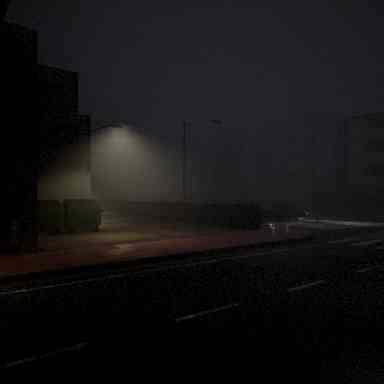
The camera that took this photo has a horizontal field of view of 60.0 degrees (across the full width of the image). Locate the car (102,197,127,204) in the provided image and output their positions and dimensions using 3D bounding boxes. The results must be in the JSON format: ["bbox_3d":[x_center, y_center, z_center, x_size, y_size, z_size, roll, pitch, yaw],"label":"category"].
[{"bbox_3d":[-14.860,1.601,63.418,4.718,1.301,1.895,0,0,34],"label":"car"}]

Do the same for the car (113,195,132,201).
[{"bbox_3d":[-12.803,1.364,56.985,4.553,1.767,2.097,0,0,45],"label":"car"}]

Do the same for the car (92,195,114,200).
[{"bbox_3d":[-15.202,1.601,54.430,1.895,1.301,4.718,0,0,-45],"label":"car"}]

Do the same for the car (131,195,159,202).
[{"bbox_3d":[-8.024,1.564,56.699,1.994,1.385,4.181,0,0,-40],"label":"car"}]

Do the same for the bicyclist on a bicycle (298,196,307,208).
[{"bbox_3d":[13.348,1.301,40.151,1.656,1.620,0.582,0,0,-36],"label":"bicyclist on a bicycle"}]

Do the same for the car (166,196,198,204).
[{"bbox_3d":[-0.932,1.503,41.214,1.837,1.490,4.892,0,0,-36],"label":"car"}]

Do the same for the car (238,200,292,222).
[{"bbox_3d":[5.169,1.478,26.697,1.882,1.535,5.008,0,0,-36],"label":"car"}]

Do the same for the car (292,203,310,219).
[{"bbox_3d":[7.875,1.491,28.987,2.128,1.511,4.902,0,0,-37],"label":"car"}]

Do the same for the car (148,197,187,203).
[{"bbox_3d":[-2.871,1.564,37.913,1.994,1.385,4.181,0,0,-36],"label":"car"}]

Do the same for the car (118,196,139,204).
[{"bbox_3d":[-12.648,1.564,66.138,4.181,1.385,1.994,0,0,38],"label":"car"}]

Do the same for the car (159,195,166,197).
[{"bbox_3d":[-5.893,1.352,59.523,2.097,1.767,4.553,0,0,-41],"label":"car"}]
